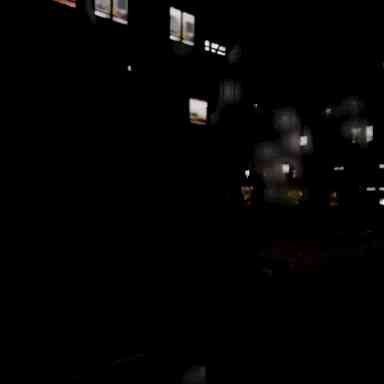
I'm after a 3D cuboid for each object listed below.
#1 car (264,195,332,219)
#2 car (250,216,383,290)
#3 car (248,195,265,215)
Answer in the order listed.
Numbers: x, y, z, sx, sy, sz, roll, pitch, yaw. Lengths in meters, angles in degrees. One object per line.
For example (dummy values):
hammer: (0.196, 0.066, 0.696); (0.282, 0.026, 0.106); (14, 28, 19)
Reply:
car: (8.727, 1.380, 27.004); (2.192, 1.841, 5.009); (1, 0, -36)
car: (3.721, 1.568, 9.212); (4.829, 1.417, 1.752); (0, 0, -35)
car: (7.998, 1.283, 32.421); (2.150, 2.045, 5.566); (0, 0, -36)
